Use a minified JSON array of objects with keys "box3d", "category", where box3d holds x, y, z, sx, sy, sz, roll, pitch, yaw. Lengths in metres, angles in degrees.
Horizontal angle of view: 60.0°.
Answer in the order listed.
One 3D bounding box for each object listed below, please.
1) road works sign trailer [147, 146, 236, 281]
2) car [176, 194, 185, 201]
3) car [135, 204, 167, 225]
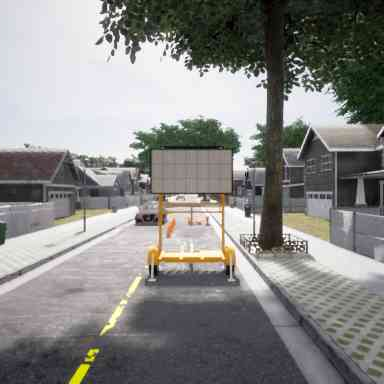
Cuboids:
[{"box3d":[-0.007,0.462,9.785,2.380,3.560,2.880,0,0,0],"category":"road works sign trailer"},{"box3d":[-2.863,1.124,84.891,2.150,2.045,5.566,0,0,0],"category":"car"},{"box3d":[-2.883,1.549,23.998,1.994,1.385,4.181,0,0,0],"category":"car"}]
